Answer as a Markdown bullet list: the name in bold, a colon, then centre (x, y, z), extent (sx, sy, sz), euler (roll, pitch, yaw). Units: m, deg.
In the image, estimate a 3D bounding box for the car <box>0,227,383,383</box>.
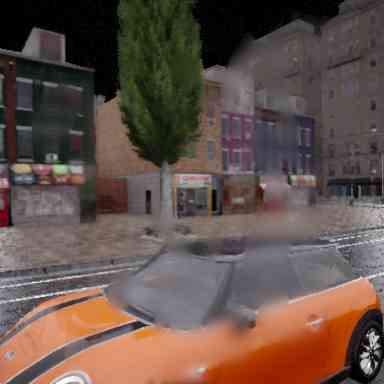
- **car**: centre (0.218, 1.371, 3.841), extent (4.553, 1.767, 2.097), euler (1, 0, -35)
